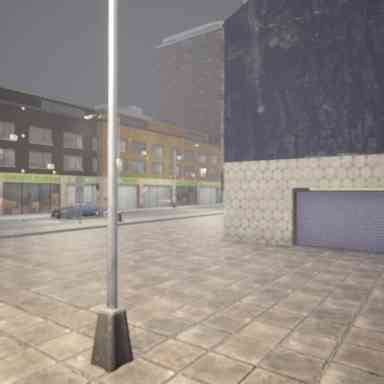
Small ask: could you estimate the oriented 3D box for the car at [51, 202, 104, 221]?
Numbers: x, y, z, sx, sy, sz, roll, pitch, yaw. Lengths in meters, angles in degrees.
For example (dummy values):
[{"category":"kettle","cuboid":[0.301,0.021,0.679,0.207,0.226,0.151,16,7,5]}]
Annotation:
[{"category":"car","cuboid":[-9.220,1.491,27.049,1.994,1.385,4.181,0,0,36]}]
